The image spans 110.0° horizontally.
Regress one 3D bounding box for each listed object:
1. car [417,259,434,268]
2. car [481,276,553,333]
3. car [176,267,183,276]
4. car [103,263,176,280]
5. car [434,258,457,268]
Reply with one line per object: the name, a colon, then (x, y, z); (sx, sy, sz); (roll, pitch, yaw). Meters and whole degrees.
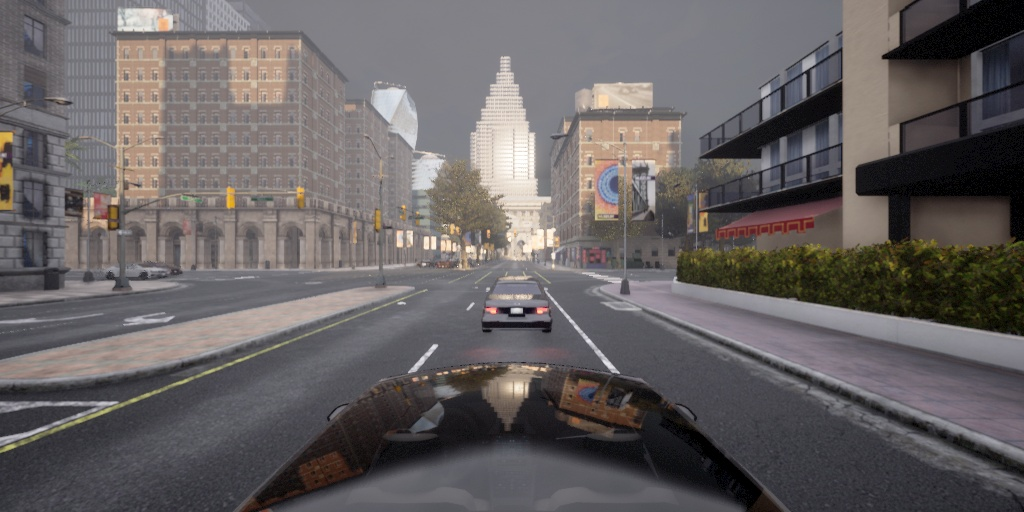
car: (-14.518, 1.270, 61.553); (2.128, 1.511, 4.902); (0, 0, 1)
car: (0.146, 1.302, 10.737); (2.033, 1.411, 5.357); (0, 0, 1)
car: (-34.441, 1.329, 34.556); (4.181, 1.385, 1.994); (0, 0, 0)
car: (-32.493, 1.289, 31.048); (4.674, 1.442, 1.812); (0, 0, 0)
car: (-11.048, 1.130, 59.667); (2.097, 1.767, 4.553); (0, 0, 1)
